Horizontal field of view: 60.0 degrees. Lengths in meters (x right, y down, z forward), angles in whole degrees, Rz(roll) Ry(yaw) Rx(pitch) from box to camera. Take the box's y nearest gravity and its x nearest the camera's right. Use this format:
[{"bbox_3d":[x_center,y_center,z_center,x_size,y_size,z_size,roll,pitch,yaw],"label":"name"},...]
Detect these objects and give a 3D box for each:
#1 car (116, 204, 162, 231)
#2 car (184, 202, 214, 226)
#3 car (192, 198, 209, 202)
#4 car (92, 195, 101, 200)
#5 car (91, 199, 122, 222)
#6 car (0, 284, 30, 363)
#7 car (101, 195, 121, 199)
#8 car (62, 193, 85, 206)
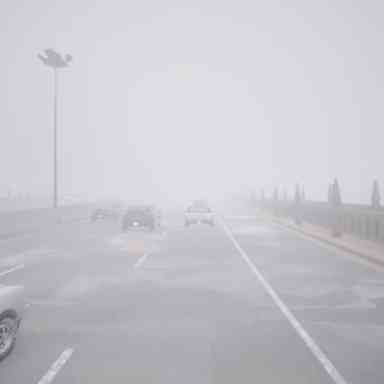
[{"bbox_3d":[-3.054,1.506,20.779,1.837,1.490,4.892,0,0,2],"label":"car"},{"bbox_3d":[0.507,1.602,23.063,1.895,1.301,4.718,0,0,2],"label":"car"},{"bbox_3d":[1.036,1.506,41.427,1.837,1.490,4.892,0,0,2],"label":"car"},{"bbox_3d":[-16.104,1.354,58.834,2.097,1.767,4.553,0,0,2],"label":"car"},{"bbox_3d":[-6.415,1.526,25.851,1.812,1.442,4.674,0,0,2],"label":"car"},{"bbox_3d":[-3.386,1.601,2.891,1.895,1.301,4.718,0,0,0],"label":"car"},{"bbox_3d":[-12.743,1.492,54.505,2.128,1.511,4.902,0,0,2],"label":"car"},{"bbox_3d":[-19.701,1.222,55.625,2.150,2.045,5.566,0,0,2],"label":"car"}]
